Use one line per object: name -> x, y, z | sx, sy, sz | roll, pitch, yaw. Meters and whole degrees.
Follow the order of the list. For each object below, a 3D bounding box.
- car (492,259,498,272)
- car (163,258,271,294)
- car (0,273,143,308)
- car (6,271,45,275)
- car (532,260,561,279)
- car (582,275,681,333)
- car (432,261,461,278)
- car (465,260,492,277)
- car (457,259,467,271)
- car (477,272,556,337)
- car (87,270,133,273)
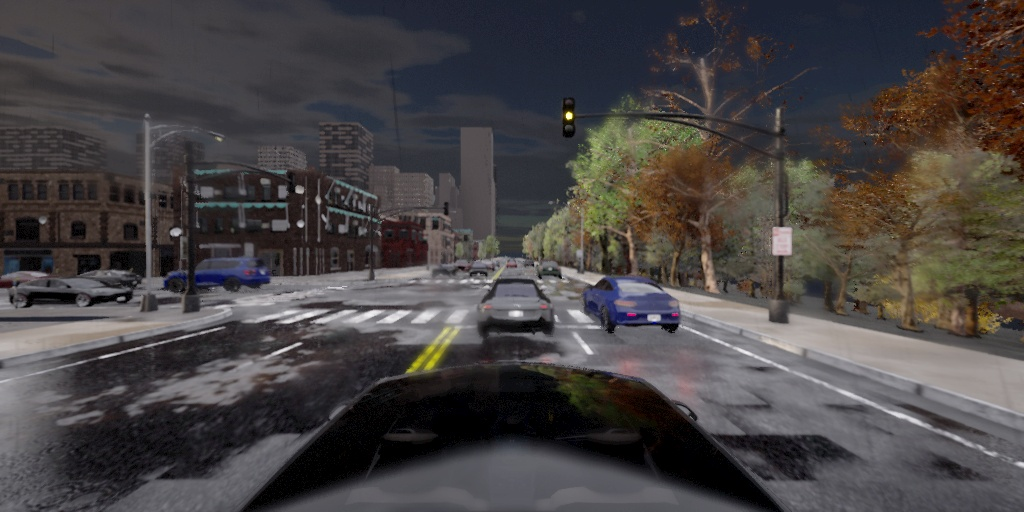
car -> -3.339, 1.381, 49.129 | 1.812, 1.442, 4.674 | 0, 0, 0
car -> -18.139, 1.192, 22.265 | 5.566, 2.045, 2.150 | -1, 0, -1
car -> -19.950, 1.601, 16.320 | 4.313, 1.339, 1.948 | 0, 0, 0
car -> -33.820, 1.711, 24.837 | 4.207, 1.307, 1.802 | 0, 0, 0
car -> 3.344, 1.174, 33.670 | 2.097, 1.767, 4.553 | 0, 0, 0
car -> 3.350, 1.297, 10.746 | 1.812, 1.442, 4.674 | 0, 0, 0
car -> -6.613, 1.427, 35.646 | 1.895, 1.301, 4.718 | 0, 0, 1
car -> -3.378, 1.377, 37.029 | 2.033, 1.411, 5.357 | 0, 0, -4
car -> -6.591, 1.207, 47.535 | 2.097, 1.767, 4.553 | 0, -1, 0
car -> 0.099, 1.334, 10.422 | 1.994, 1.385, 4.181 | 0, 0, 0
car -> -28.285, 1.617, 24.831 | 4.403, 1.370, 2.007 | 0, 0, 0
